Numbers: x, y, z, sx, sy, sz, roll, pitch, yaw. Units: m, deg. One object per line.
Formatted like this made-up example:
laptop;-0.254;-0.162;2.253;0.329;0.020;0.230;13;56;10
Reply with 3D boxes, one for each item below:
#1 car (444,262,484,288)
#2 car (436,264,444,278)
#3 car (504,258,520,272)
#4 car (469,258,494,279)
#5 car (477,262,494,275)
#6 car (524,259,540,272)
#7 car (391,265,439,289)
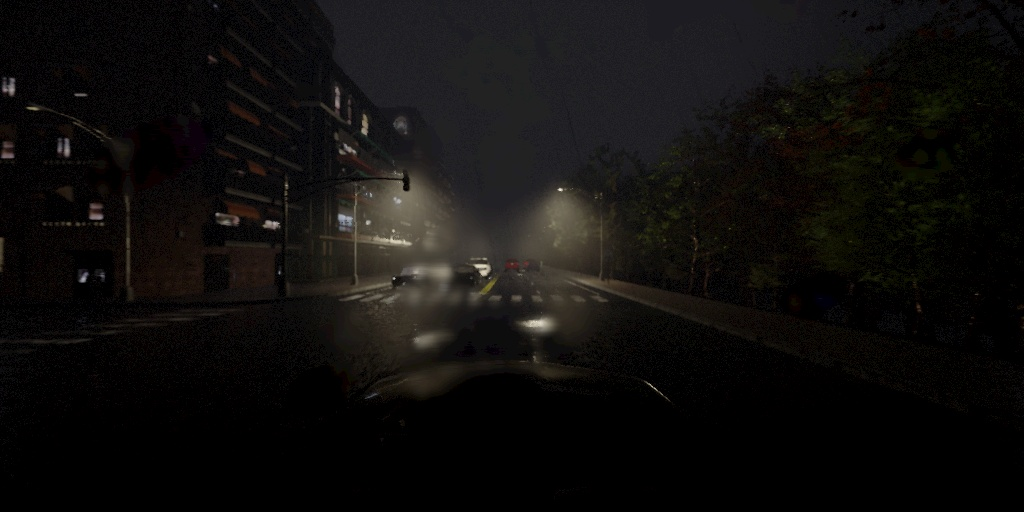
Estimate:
car;-3.339;1.393;25.924;1.882;1.535;5.008;0;0;0
car;-6.589;1.487;33.336;1.812;1.442;4.674;0;0;0
car;0.013;1.393;56.074;2.150;2.045;5.566;0;0;0
car;-3.338;1.216;35.858;2.150;2.045;5.566;0;0;0
car;-3.329;1.583;46.291;1.837;1.490;4.892;0;0;0
car;3.263;1.662;56.042;1.882;1.535;5.008;0;0;0
car;-6.597;1.492;24.412;1.895;1.301;4.718;0;0;0
